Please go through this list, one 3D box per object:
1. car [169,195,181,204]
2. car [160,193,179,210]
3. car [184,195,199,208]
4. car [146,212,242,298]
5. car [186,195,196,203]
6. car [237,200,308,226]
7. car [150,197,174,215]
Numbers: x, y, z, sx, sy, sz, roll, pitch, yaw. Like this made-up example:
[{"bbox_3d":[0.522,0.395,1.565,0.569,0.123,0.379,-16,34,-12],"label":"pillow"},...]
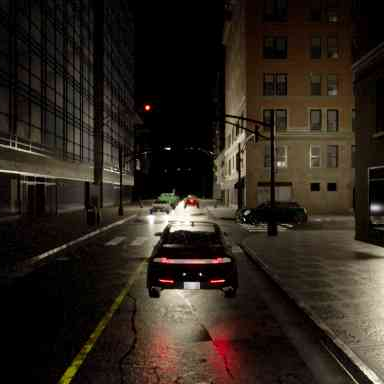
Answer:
[{"bbox_3d":[-3.245,1.446,65.183,2.128,1.511,4.902,0,0,-1],"label":"car"},{"bbox_3d":[-3.203,1.194,43.732,2.150,2.045,5.566,0,0,1],"label":"car"},{"bbox_3d":[-0.048,1.322,48.728,2.097,1.767,4.553,0,0,0],"label":"car"},{"bbox_3d":[0.022,1.490,8.479,2.128,1.511,4.902,0,0,1],"label":"car"},{"bbox_3d":[-0.158,1.445,69.867,2.128,1.511,4.902,0,0,0],"label":"car"},{"bbox_3d":[5.361,1.325,22.535,4.553,1.767,2.097,0,0,-6],"label":"car"},{"bbox_3d":[-3.195,1.506,34.279,1.812,1.442,4.674,0,0,0],"label":"car"}]
